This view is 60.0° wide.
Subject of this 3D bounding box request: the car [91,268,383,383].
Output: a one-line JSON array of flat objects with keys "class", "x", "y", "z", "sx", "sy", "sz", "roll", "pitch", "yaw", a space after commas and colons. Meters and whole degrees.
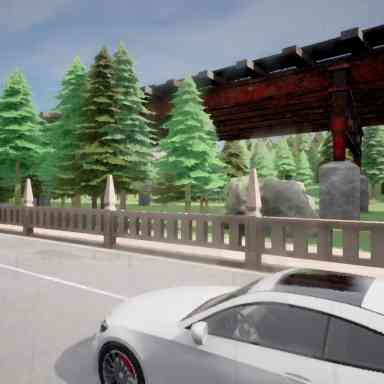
[{"class": "car", "x": 1.031, "y": 1.526, "z": 3.256, "sx": 4.674, "sy": 1.442, "sz": 1.812, "roll": 0, "pitch": 0, "yaw": 35}]
